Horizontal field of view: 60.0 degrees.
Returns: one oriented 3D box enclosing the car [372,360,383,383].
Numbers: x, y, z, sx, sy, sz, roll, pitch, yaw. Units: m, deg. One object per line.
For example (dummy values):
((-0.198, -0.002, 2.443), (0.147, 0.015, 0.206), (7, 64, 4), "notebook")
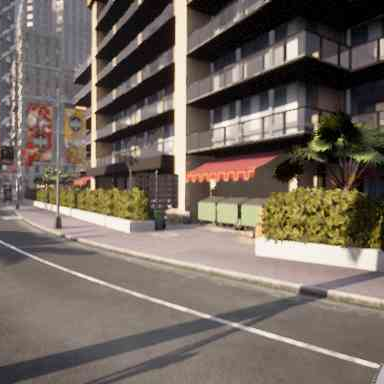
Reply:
((3.504, 1.617, 1.558), (4.718, 1.301, 1.895), (1, 0, 34), "car")
